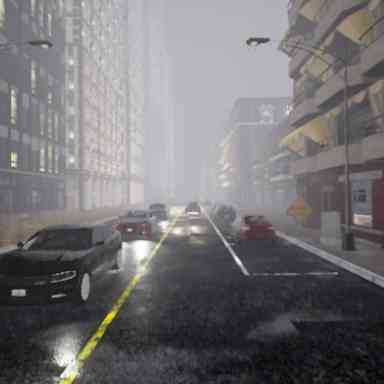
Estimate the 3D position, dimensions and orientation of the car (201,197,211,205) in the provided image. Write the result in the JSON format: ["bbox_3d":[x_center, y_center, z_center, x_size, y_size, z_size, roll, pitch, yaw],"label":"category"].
[{"bbox_3d":[2.840,1.881,68.094,1.967,1.590,4.097,-1,0,0],"label":"car"}]

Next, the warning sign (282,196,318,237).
[{"bbox_3d":[5.085,1.146,15.750,1.300,1.860,1.060,-1,-1,0],"label":"warning sign"}]

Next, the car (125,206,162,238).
[{"bbox_3d":[-3.061,1.699,18.458,1.994,1.385,4.181,-1,0,1],"label":"car"}]

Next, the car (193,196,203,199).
[{"bbox_3d":[0.110,1.815,48.818,2.128,1.511,4.902,-1,0,0],"label":"car"}]

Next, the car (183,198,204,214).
[{"bbox_3d":[0.079,1.771,38.242,1.812,1.442,4.674,-1,0,0],"label":"car"}]

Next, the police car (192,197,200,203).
[{"bbox_3d":[1.091,2.023,85.865,1.930,1.638,5.238,-1,0,0],"label":"police car"}]

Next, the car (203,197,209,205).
[{"bbox_3d":[2.828,1.979,62.445,1.802,1.307,4.206,-1,0,0],"label":"car"}]

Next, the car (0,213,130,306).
[{"bbox_3d":[-3.093,1.542,8.447,1.882,1.535,5.008,-1,0,0],"label":"car"}]

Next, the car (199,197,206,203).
[{"bbox_3d":[2.895,2.144,90.857,1.752,1.417,4.829,-1,0,0],"label":"car"}]

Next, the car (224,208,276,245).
[{"bbox_3d":[2.766,1.636,15.638,1.802,1.307,4.206,0,0,0],"label":"car"}]

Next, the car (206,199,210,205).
[{"bbox_3d":[2.761,1.738,34.203,2.008,1.369,4.403,-1,0,0],"label":"car"}]

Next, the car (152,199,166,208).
[{"bbox_3d":[-5.566,1.993,56.816,2.008,1.369,4.403,-1,0,0],"label":"car"}]

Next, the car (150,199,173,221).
[{"bbox_3d":[-3.029,1.715,29.728,1.837,1.490,4.892,-1,1,0],"label":"car"}]

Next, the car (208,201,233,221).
[{"bbox_3d":[2.746,1.698,28.555,2.008,1.369,4.403,-1,0,0],"label":"car"}]
